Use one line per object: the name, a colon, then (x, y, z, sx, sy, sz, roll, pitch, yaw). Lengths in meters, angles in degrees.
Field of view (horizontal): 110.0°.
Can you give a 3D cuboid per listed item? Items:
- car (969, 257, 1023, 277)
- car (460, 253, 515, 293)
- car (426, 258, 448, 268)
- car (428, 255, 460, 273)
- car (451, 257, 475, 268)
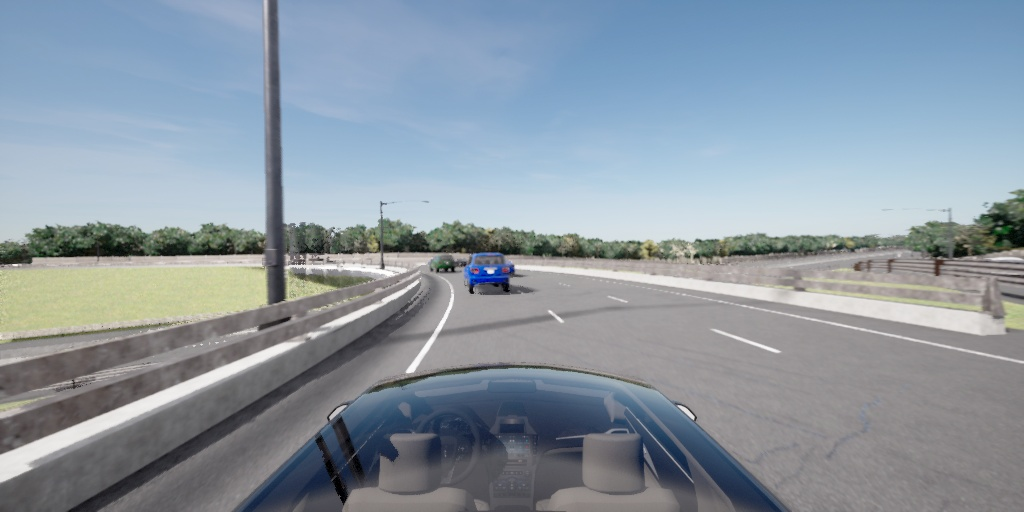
car: (32.292, 0.815, 23.638, 1.812, 1.442, 4.674, -1, -1, 38)
car: (-1.544, 0.882, 20.374, 2.150, 2.045, 5.566, -1, 0, -11)
car: (-11.993, 1.098, 57.263, 1.882, 1.535, 5.008, -1, 0, -31)
car: (-8.266, 0.869, 42.493, 2.150, 2.045, 5.566, -1, 1, -23)
car: (-7.914, 1.028, 57.259, 1.882, 1.535, 5.008, -1, 1, -31)
